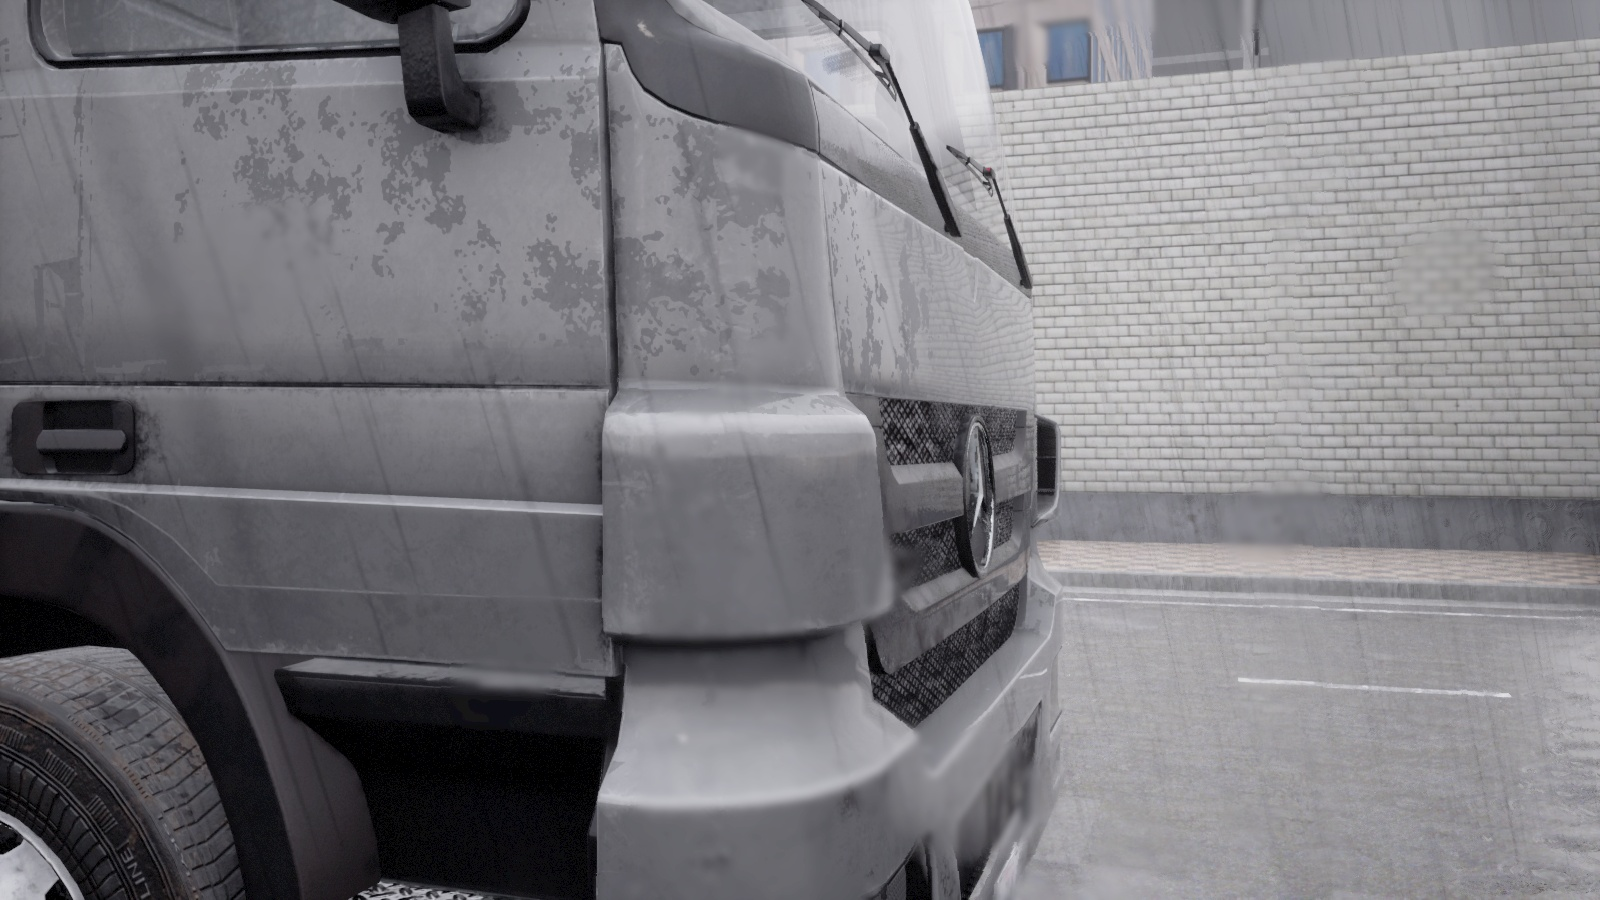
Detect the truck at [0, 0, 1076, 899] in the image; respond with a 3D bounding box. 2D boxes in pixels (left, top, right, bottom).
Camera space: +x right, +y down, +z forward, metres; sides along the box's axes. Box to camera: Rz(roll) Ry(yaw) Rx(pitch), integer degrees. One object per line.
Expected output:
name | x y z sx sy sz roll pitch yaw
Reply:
truck | -3.267 -0.236 4.278 7.936 3.462 2.891 1 1 19
